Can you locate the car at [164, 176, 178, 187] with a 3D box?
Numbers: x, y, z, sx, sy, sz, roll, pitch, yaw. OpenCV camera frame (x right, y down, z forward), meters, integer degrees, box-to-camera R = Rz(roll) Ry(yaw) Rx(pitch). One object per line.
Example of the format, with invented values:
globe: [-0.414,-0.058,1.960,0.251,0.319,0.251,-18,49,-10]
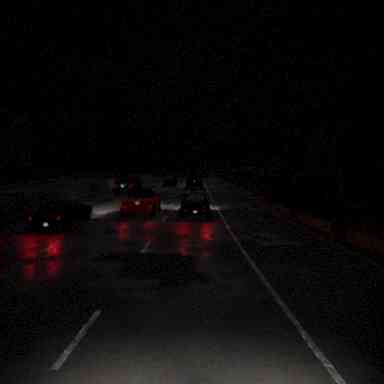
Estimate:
car: [-3.149,-1.670,49.576,1.882,1.535,5.008,0,5,0]

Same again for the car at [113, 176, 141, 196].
car: [-6.771,-0.712,35.254,2.150,2.045,5.566,0,5,1]

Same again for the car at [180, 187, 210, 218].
car: [0.198,0.763,21.362,1.812,1.442,4.674,0,5,0]

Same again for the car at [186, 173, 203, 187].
car: [0.326,-1.542,45.013,2.150,2.045,5.566,0,5,0]

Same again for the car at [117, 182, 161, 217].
car: [-3.298,0.522,22.218,2.097,1.767,4.553,0,5,0]

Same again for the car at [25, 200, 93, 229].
car: [-6.822,1.098,17.712,1.895,1.301,4.718,0,4,0]
